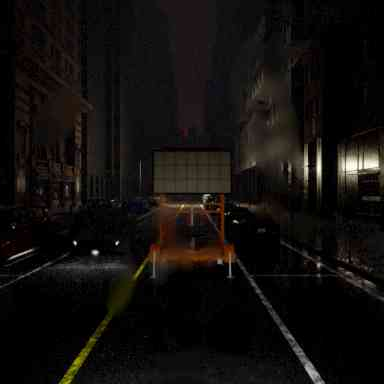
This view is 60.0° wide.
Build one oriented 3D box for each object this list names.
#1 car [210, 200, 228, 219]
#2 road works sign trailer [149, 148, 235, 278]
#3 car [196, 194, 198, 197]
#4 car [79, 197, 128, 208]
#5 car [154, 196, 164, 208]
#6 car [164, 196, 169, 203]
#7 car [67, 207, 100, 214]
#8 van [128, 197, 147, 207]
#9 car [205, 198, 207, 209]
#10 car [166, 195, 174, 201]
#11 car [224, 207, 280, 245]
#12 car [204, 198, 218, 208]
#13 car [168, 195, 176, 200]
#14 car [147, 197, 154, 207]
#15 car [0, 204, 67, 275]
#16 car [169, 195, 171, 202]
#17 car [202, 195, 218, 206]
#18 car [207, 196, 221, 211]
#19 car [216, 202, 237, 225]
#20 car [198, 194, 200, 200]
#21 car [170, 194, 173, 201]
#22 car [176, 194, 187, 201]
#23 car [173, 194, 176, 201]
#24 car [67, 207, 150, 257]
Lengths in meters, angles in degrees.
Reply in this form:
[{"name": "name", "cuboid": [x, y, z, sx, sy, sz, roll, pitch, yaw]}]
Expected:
[{"name": "car", "cuboid": [2.782, 1.557, 26.458, 2.008, 1.369, 4.403, 0, 0, 0]}, {"name": "road works sign trailer", "cuboid": [0.006, 0.465, 10.107, 2.380, 3.560, 2.880, 0, 0, 0]}, {"name": "car", "cuboid": [2.826, 1.607, 93.684, 1.887, 1.381, 4.507, 0, 0, 0]}, {"name": "car", "cuboid": [-5.746, 1.319, 20.850, 2.192, 1.841, 5.009, 0, 0, 0]}, {"name": "car", "cuboid": [-5.729, 1.461, 48.858, 1.967, 1.590, 4.097, 0, 0, 0]}, {"name": "car", "cuboid": [-5.721, 1.470, 60.062, 1.967, 1.590, 4.097, 0, 0, 0]}, {"name": "car", "cuboid": [-5.751, 1.584, 15.247, 1.802, 1.307, 4.206, 0, 0, 0]}, {"name": "van", "cuboid": [-5.739, 1.350, 32.052, 1.690, 1.788, 3.998, 0, 0, 0]}, {"name": "car", "cuboid": [2.789, 1.595, 37.662, 1.802, 1.307, 4.206, 0, 0, 0]}, {"name": "car", "cuboid": [-5.703, 1.581, 87.899, 1.752, 1.417, 4.829, 0, 0, 0]}, {"name": "car", "cuboid": [2.774, 1.568, 15.255, 1.947, 1.339, 4.313, 0, 0, 0]}, {"name": "car", "cuboid": [2.796, 1.603, 48.867, 1.802, 1.307, 4.206, 0, 0, 0]}, {"name": "car", "cuboid": [-5.699, 1.607, 93.672, 1.887, 1.381, 4.507, 0, 0, 0]}, {"name": "car", "cuboid": [-5.736, 1.538, 37.484, 1.752, 1.417, 4.829, 0, 0, 0]}, {"name": "car", "cuboid": [-5.754, 1.316, 9.646, 2.192, 1.841, 5.009, 0, 0, 0]}, {"name": "car", "cuboid": [-5.718, 1.616, 65.662, 1.802, 1.307, 4.206, 0, 0, 0]}, {"name": "car", "cuboid": [2.793, 1.332, 43.265, 2.192, 1.841, 5.009, 0, 0, 0]}, {"name": "car", "cuboid": [2.786, 1.449, 32.061, 1.967, 1.590, 4.097, 0, 0, 0]}, {"name": "car", "cuboid": [2.778, 1.570, 20.857, 1.947, 1.339, 4.313, 0, 0, 0]}, {"name": "car", "cuboid": [2.811, 1.622, 71.276, 1.802, 1.307, 4.206, 0, 0, 0]}, {"name": "car", "cuboid": [-5.714, 1.605, 71.265, 1.947, 1.339, 4.313, 0, 0, 0]}, {"name": "car", "cuboid": [-2.944, 1.653, 83.967, 1.895, 1.301, 4.718, 0, 0, 0]}, {"name": "car", "cuboid": [-5.707, 1.601, 82.468, 2.008, 1.369, 4.403, 0, 0, 0]}, {"name": "car", "cuboid": [-3.092, 1.549, 13.276, 2.033, 1.411, 5.357, 0, 0, 0]}]
